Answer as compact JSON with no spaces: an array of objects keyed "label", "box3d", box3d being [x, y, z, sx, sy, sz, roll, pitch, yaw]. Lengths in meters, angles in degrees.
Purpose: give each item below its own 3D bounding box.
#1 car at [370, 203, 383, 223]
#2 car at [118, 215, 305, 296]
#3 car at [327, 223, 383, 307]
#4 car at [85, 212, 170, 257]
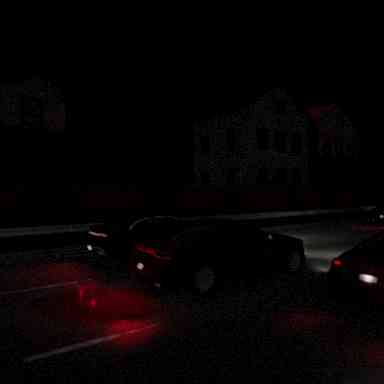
[{"label":"car","box3d":[13.892,1.367,22.262,5.008,1.535,1.882,0,0,-36]},{"label":"car","box3d":[0.882,1.452,8.677,5.008,1.535,1.882,0,0,-36]},{"label":"car","box3d":[4.823,1.527,7.189,4.181,1.385,1.994,0,0,-36]},{"label":"car","box3d":[-1.150,1.466,11.526,4.902,1.511,2.128,0,0,-36]}]
